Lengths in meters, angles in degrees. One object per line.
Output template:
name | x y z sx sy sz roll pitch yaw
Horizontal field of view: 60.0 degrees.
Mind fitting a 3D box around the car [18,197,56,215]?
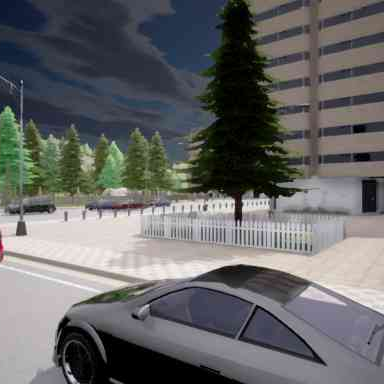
car | -16.248 1.351 33.583 2.097 1.767 4.553 0 0 35

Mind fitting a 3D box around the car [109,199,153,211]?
car | -7.234 1.600 39.870 1.895 1.301 4.718 0 0 35

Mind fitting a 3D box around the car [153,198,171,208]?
car | -4.989 1.563 49.395 1.994 1.385 4.181 0 0 36

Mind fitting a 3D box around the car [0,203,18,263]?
car | -7.370 1.221 9.189 5.566 2.045 2.150 0 0 36

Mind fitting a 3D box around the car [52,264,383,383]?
car | 0.322 1.564 3.761 4.181 1.385 1.994 0 0 35

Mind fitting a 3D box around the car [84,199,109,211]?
car | -10.675 1.547 41.422 2.033 1.411 5.357 0 0 35
